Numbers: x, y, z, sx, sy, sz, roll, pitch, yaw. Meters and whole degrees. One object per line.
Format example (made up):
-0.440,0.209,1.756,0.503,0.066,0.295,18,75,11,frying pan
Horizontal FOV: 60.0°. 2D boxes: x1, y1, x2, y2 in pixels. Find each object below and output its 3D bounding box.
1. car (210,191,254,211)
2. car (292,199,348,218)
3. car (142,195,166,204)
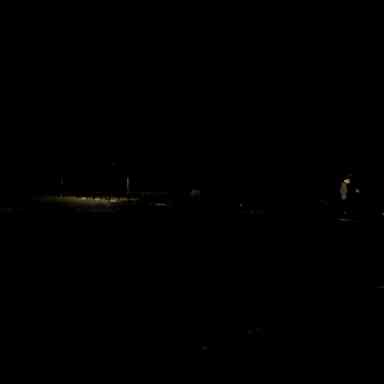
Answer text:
4.320,0.903,36.752,2.150,2.045,5.566,1,0,-36,car
10.670,1.318,28.084,1.812,1.442,4.674,1,0,-36,car
-5.811,1.101,50.627,1.895,1.301,4.718,1,0,-36,car
